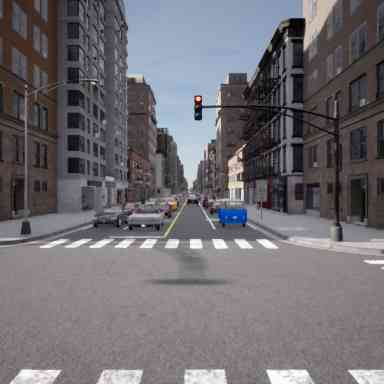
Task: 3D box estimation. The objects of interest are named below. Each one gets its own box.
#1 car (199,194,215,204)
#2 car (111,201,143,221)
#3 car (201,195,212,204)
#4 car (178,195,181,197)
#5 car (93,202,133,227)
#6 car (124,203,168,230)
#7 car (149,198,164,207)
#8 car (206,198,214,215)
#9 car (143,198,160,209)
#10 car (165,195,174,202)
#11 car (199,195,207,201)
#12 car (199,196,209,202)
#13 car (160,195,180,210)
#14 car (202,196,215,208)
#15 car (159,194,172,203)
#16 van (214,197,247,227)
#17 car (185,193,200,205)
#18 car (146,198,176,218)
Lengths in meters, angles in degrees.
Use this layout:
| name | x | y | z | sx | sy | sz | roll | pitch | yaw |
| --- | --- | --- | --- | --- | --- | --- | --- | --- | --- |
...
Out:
| name | x | y | z | sx | sy | sz | roll | pitch | yaw |
| --- | --- | --- | --- | --- | --- | --- | --- | --- | --- |
| car | 2.660 | 1.305 | 50.825 | 2.192 | 1.841 | 5.009 | 0 | 0 | 0 |
| car | -5.376 | 1.543 | 28.095 | 1.887 | 1.381 | 4.507 | 0 | 0 | 0 |
| car | 2.665 | 1.422 | 62.188 | 1.967 | 1.590 | 4.097 | 0 | 0 | 0 |
| car | -2.788 | 1.591 | 50.018 | 1.895 | 1.301 | 4.718 | 0 | 0 | 0 |
| car | -5.378 | 1.549 | 22.413 | 2.008 | 1.369 | 4.403 | 0 | 0 | 0 |
| car | -2.811 | 1.600 | 21.121 | 1.895 | 1.301 | 4.718 | 0 | 0 | -1 |
| car | -5.365 | 1.556 | 50.823 | 1.947 | 1.339 | 4.313 | 0 | 0 | 0 |
| car | 2.652 | 1.580 | 33.781 | 1.802 | 1.307 | 4.206 | 0 | 0 | 0 |
| car | -5.368 | 1.519 | 44.971 | 1.752 | 1.417 | 4.829 | 0 | 0 | 0 |
| car | -5.353 | 1.409 | 79.232 | 1.967 | 1.590 | 4.097 | 0 | 0 | 0 |
| car | 2.675 | 1.530 | 84.913 | 1.947 | 1.339 | 4.313 | 0 | 0 | 0 |
| car | 2.670 | 1.524 | 73.550 | 2.008 | 1.369 | 4.403 | 0 | 0 | 0 |
| car | -2.826 | 1.474 | 39.912 | 1.882 | 1.535 | 5.008 | 0 | 0 | 0 |
| car | 2.657 | 1.576 | 45.144 | 1.802 | 1.307 | 4.206 | 0 | 0 | 0 |
| car | -5.358 | 1.292 | 67.868 | 2.192 | 1.841 | 5.009 | 0 | 0 | 0 |
| van | 2.647 | 1.340 | 22.419 | 1.690 | 1.788 | 3.998 | 0 | 0 | 0 |
| car | 0.135 | 1.463 | 56.841 | 1.882 | 1.535 | 5.008 | 0 | 0 | 0 |
| car | -2.833 | 1.562 | 30.266 | 1.994 | 1.385 | 4.181 | 0 | 0 | 0 |
